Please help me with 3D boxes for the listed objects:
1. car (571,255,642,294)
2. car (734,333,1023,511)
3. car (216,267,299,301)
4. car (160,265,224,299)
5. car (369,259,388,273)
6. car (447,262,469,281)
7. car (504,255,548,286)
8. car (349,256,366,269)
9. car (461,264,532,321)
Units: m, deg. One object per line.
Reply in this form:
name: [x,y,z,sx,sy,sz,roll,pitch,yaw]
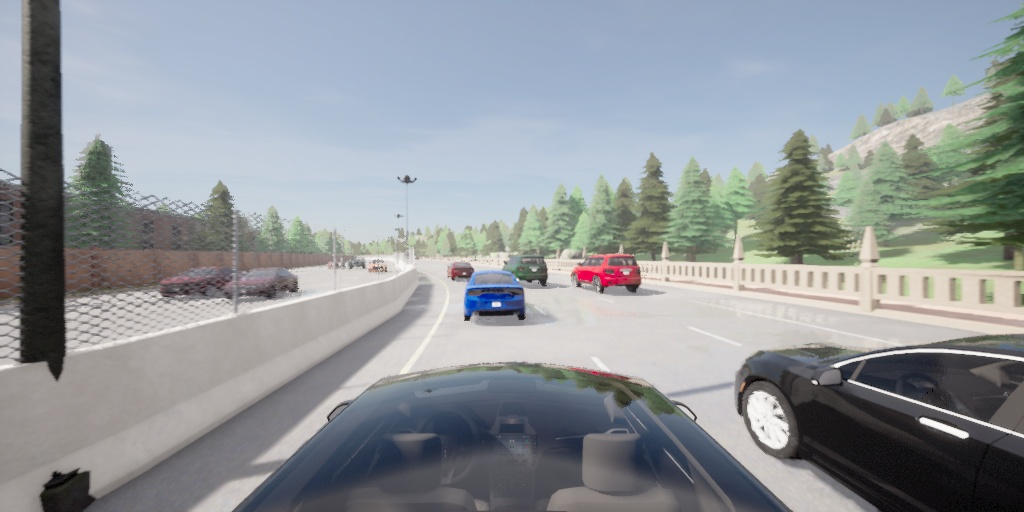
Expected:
car: [5.206,0.943,20.458,2.150,2.045,5.566,0,0,-10]
car: [3.447,1.241,2.109,1.837,1.490,4.892,0,0,0]
car: [-12.321,1.319,18.033,1.812,1.442,4.674,0,0,-11]
car: [-16.083,1.286,19.041,1.882,1.535,5.008,0,0,-12]
car: [-16.480,1.151,44.303,2.097,1.767,4.553,0,0,-19]
car: [-4.435,1.234,30.611,1.882,1.535,5.008,0,0,-16]
car: [0.779,0.959,24.657,2.150,2.045,5.566,0,0,-13]
car: [-24.501,1.050,57.080,2.150,2.045,5.566,0,0,-18]
car: [-0.717,1.226,12.645,1.882,1.535,5.008,0,0,-6]
